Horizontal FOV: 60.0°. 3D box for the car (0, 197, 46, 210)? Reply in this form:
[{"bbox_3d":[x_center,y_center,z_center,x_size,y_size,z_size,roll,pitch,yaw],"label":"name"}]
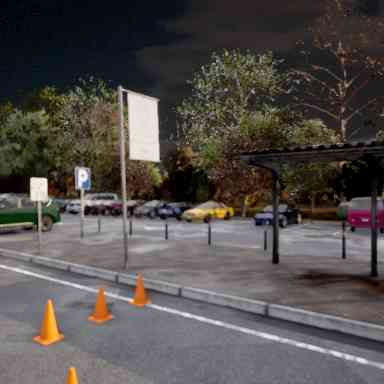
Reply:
[{"bbox_3d":[-21.261,1.441,42.003,2.163,1.488,4.792,0,0,35],"label":"car"}]

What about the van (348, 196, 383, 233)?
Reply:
[{"bbox_3d":[10.600,1.264,19.746,1.878,1.987,4.442,0,0,35],"label":"van"}]

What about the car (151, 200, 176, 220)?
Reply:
[{"bbox_3d":[-0.809,1.501,27.648,2.163,1.488,4.792,0,0,35],"label":"car"}]

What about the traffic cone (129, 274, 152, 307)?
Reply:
[{"bbox_3d":[-1.047,1.957,6.743,0.340,0.580,0.340,0,0,36],"label":"traffic cone"}]

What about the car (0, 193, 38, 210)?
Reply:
[{"bbox_3d":[-23.564,1.142,43.550,2.435,2.045,5.566,0,0,35],"label":"car"}]

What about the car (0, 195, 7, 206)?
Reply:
[{"bbox_3d":[-30.258,1.319,48.511,1.946,1.575,5.366,1,0,35],"label":"car"}]

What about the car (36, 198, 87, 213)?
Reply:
[{"bbox_3d":[-14.461,1.447,37.188,2.097,1.535,5.008,0,0,35],"label":"car"}]

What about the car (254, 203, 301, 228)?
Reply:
[{"bbox_3d":[5.973,1.512,22.816,2.163,1.488,4.792,0,0,35],"label":"car"}]

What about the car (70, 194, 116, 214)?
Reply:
[{"bbox_3d":[-9.930,1.205,33.979,2.435,2.045,5.566,0,0,35],"label":"car"}]

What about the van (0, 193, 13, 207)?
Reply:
[{"bbox_3d":[-28.025,1.122,46.859,1.878,1.987,4.442,1,0,35],"label":"van"}]

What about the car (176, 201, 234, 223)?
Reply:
[{"bbox_3d":[1.339,1.472,25.878,1.946,1.575,5.366,0,0,35],"label":"car"}]

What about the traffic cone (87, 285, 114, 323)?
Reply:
[{"bbox_3d":[-1.622,1.957,5.927,0.340,0.580,0.340,0,0,35],"label":"traffic cone"}]

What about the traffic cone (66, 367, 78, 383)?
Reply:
[{"bbox_3d":[-1.136,1.957,3.142,0.340,0.580,0.340,0,0,35],"label":"traffic cone"}]

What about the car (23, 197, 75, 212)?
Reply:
[{"bbox_3d":[-16.625,1.435,38.939,1.946,1.575,5.366,0,0,35],"label":"car"}]

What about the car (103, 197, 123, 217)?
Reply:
[{"bbox_3d":[-5.366,1.464,30.817,2.097,1.535,5.008,0,0,35],"label":"car"}]

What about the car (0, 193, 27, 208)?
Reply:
[{"bbox_3d":[-25.803,1.122,45.192,2.435,2.045,5.566,1,0,35],"label":"car"}]

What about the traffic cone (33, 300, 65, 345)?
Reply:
[{"bbox_3d":[-2.197,1.957,5.110,0.340,0.580,0.340,0,0,35],"label":"traffic cone"}]

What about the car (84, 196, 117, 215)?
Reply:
[{"bbox_3d":[-7.638,1.460,32.412,2.097,1.535,5.008,0,0,35],"label":"car"}]

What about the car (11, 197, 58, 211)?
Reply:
[{"bbox_3d":[-19.017,1.459,40.357,2.163,1.488,4.792,0,0,35],"label":"car"}]

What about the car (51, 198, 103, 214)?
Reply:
[{"bbox_3d":[-12.188,1.454,35.592,2.231,1.521,4.892,0,0,35],"label":"car"}]

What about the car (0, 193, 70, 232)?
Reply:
[{"bbox_3d":[-9.916,1.217,17.990,2.435,2.045,5.566,0,0,35],"label":"car"}]

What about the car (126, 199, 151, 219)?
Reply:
[{"bbox_3d":[-3.094,1.469,29.224,2.231,1.521,4.892,0,0,35],"label":"car"}]
